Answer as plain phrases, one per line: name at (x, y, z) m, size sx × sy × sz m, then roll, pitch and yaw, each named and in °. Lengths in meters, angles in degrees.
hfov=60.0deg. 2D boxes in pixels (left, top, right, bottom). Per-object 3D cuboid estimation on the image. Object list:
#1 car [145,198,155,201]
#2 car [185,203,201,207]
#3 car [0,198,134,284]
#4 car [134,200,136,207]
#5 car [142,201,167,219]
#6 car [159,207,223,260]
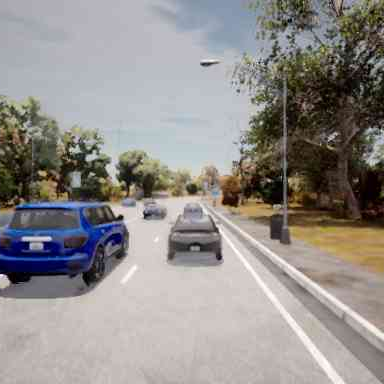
car at (-7.050, 1.799, 55.376) m, size 1.812 × 1.442 × 4.674 m, roll 0°, pitch 0°, yaw 0°
car at (0.099, 1.745, 32.221) m, size 2.033 × 1.411 × 5.357 m, roll 0°, pitch 0°, yaw 0°
car at (-3.401, 1.284, 9.946) m, size 2.150 × 2.045 × 5.566 m, roll 0°, pitch 0°, yaw 0°
car at (-10.548, 1.799, 55.673) m, size 1.812 × 1.442 × 4.674 m, roll 0°, pitch 0°, yaw 0°
car at (-3.400, 1.793, 31.424) m, size 1.895 × 1.301 × 4.718 m, roll 0°, pitch 0°, yaw 0°
car at (0.099, 1.572, 12.842) m, size 2.128 × 1.511 × 4.902 m, roll 0°, pitch 0°, yaw 0°
